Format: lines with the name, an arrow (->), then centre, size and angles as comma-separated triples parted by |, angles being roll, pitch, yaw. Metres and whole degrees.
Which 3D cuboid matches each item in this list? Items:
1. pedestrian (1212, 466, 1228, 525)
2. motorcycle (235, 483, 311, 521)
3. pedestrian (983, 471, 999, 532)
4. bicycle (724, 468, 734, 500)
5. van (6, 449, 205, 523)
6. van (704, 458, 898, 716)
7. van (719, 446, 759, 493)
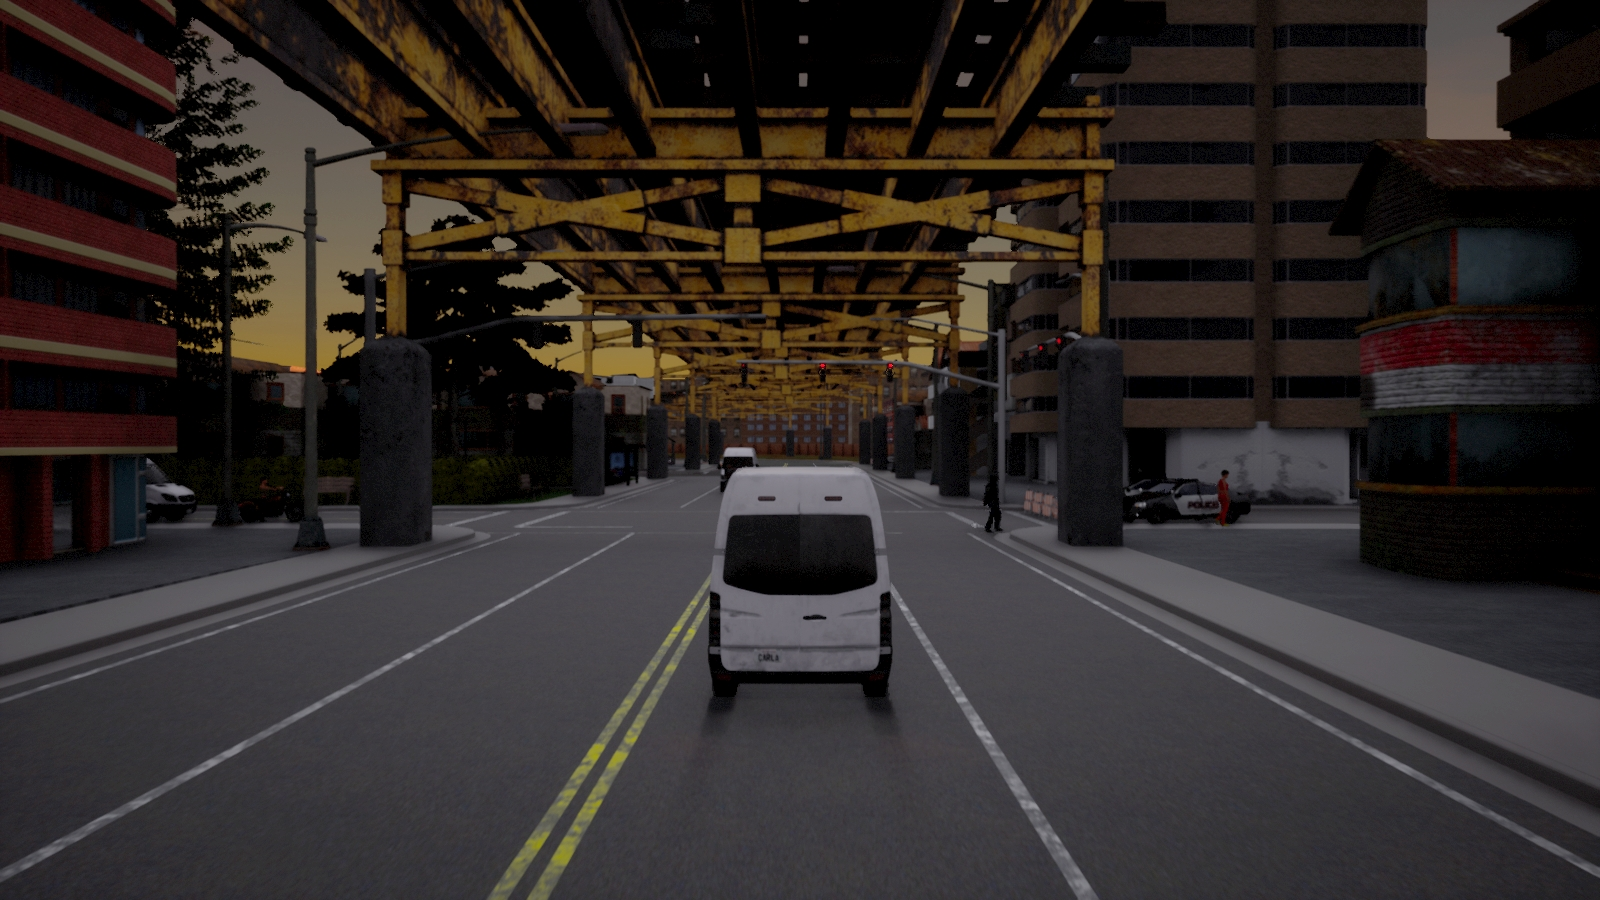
pedestrian -> 13.334, 1.444, 36.269 | 0.375, 1.860, 0.375 | 0, 0, -2
motorcycle -> -18.808, 1.857, 40.832 | 2.356, 1.332, 0.764 | 0, 0, 0
pedestrian -> 5.924, 1.600, 35.433 | 0.375, 1.860, 0.375 | 0, 0, 30
bicycle -> -3.486, 1.659, 56.209 | 0.329, 1.496, 1.835 | 0, 0, 1
van -> -24.741, 1.249, 40.856 | 5.915, 2.561, 1.988 | 0, 0, 0
van -> 0.012, 1.424, 14.649 | 1.988, 2.561, 5.915 | 0, 0, 0
van -> -3.485, 1.080, 65.999 | 1.988, 2.561, 5.915 | 0, 0, 0
